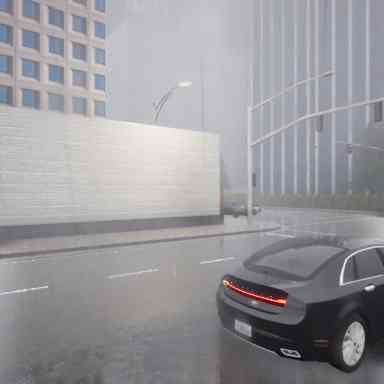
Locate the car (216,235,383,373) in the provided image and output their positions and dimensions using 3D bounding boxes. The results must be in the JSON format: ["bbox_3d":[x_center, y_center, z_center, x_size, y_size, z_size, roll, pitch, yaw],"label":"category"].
[{"bbox_3d":[2.640,1.505,5.680,4.892,1.490,1.837,0,0,-35],"label":"car"}]

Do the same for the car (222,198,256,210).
[{"bbox_3d":[6.437,1.560,46.021,1.837,1.490,4.892,0,0,-36],"label":"car"}]

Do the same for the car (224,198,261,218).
[{"bbox_3d":[3.593,1.603,31.559,2.033,1.411,5.357,0,0,-36],"label":"car"}]
